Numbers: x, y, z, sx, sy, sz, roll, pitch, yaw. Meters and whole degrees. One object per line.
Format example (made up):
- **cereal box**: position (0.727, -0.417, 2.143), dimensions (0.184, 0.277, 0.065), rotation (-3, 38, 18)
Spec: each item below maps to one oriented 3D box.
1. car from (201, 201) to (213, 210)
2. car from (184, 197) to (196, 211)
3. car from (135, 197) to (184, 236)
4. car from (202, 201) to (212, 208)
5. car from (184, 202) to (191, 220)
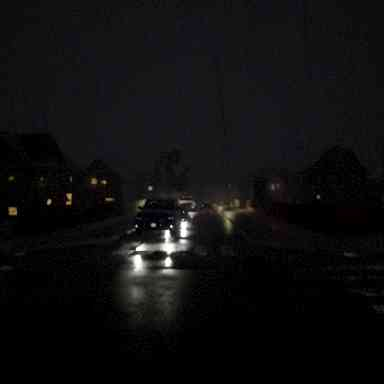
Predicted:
- **car**: position (2.328, 2.110, 51.547), dimensions (1.895, 1.301, 4.718), rotation (0, -1, 2)
- **car**: position (-0.666, 1.668, 47.393), dimensions (2.150, 2.045, 5.566), rotation (0, -1, 3)
- **car**: position (-1.871, 1.372, 19.825), dimensions (2.150, 2.045, 5.566), rotation (0, -1, 2)
- **car**: position (2.731, 2.255, 61.568), dimensions (1.895, 1.301, 4.718), rotation (0, -1, 1)
- **car**: position (-1.371, 1.860, 31.534), dimensions (1.895, 1.301, 4.718), rotation (0, -1, 2)
